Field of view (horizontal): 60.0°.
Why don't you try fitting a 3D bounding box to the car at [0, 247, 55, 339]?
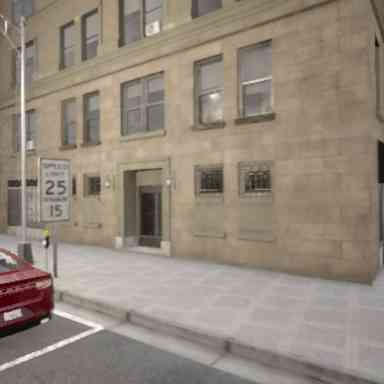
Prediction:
[{"bbox_3d":[-4.290,1.581,5.911,4.507,1.381,1.887,0,-1,35],"label":"car"}]
